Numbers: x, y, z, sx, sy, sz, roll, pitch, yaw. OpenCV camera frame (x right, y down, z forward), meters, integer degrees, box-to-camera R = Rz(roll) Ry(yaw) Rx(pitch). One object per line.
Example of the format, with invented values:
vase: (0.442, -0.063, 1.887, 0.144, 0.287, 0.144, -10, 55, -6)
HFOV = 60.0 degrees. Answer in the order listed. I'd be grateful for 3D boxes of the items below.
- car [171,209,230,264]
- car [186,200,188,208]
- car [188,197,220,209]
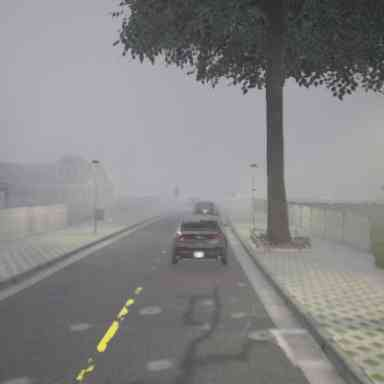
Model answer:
car: (0.322, 1.594, 12.241, 1.837, 1.490, 4.892, 0, 0, 3)
car: (0.284, 1.586, 51.042, 1.837, 1.490, 4.892, 0, 0, 5)
car: (1.154, 1.480, 26.992, 2.097, 1.767, 4.553, 0, 0, 5)
